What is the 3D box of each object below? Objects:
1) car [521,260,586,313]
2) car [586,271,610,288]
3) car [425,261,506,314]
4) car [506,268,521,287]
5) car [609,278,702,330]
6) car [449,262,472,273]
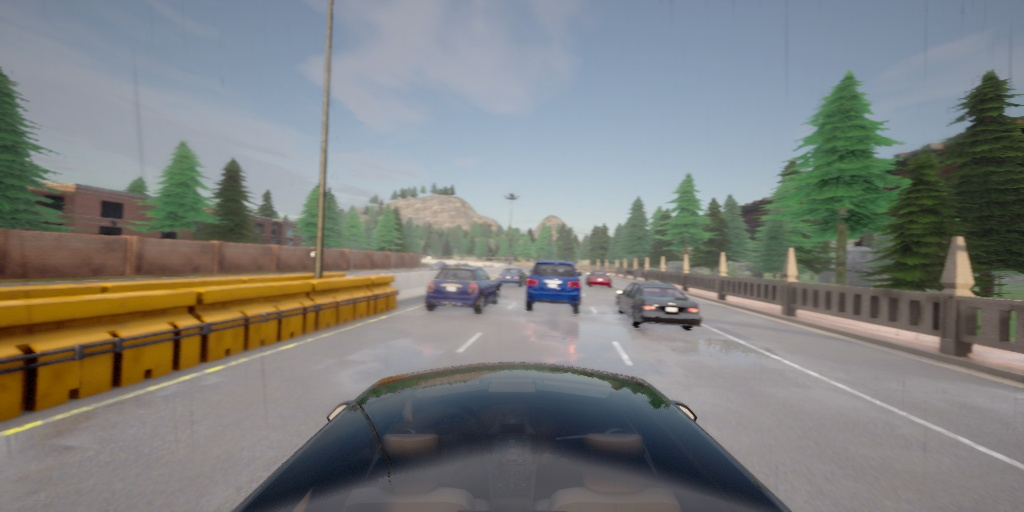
[{"bbox_3d":[1.892,1.228,15.910,2.150,2.045,5.566,2,0,8],"label":"car"},{"bbox_3d":[7.634,1.994,31.796,1.994,1.385,4.181,2,-1,8],"label":"car"},{"bbox_3d":[-1.824,1.201,14.701,2.097,1.767,4.553,2,-1,9],"label":"car"},{"bbox_3d":[0.094,1.648,28.590,2.033,1.411,5.357,2,-1,9],"label":"car"},{"bbox_3d":[4.953,1.629,12.783,2.033,1.411,5.357,2,-1,8],"label":"car"},{"bbox_3d":[-7.428,1.612,52.520,2.128,1.511,4.902,2,-1,7],"label":"car"}]
